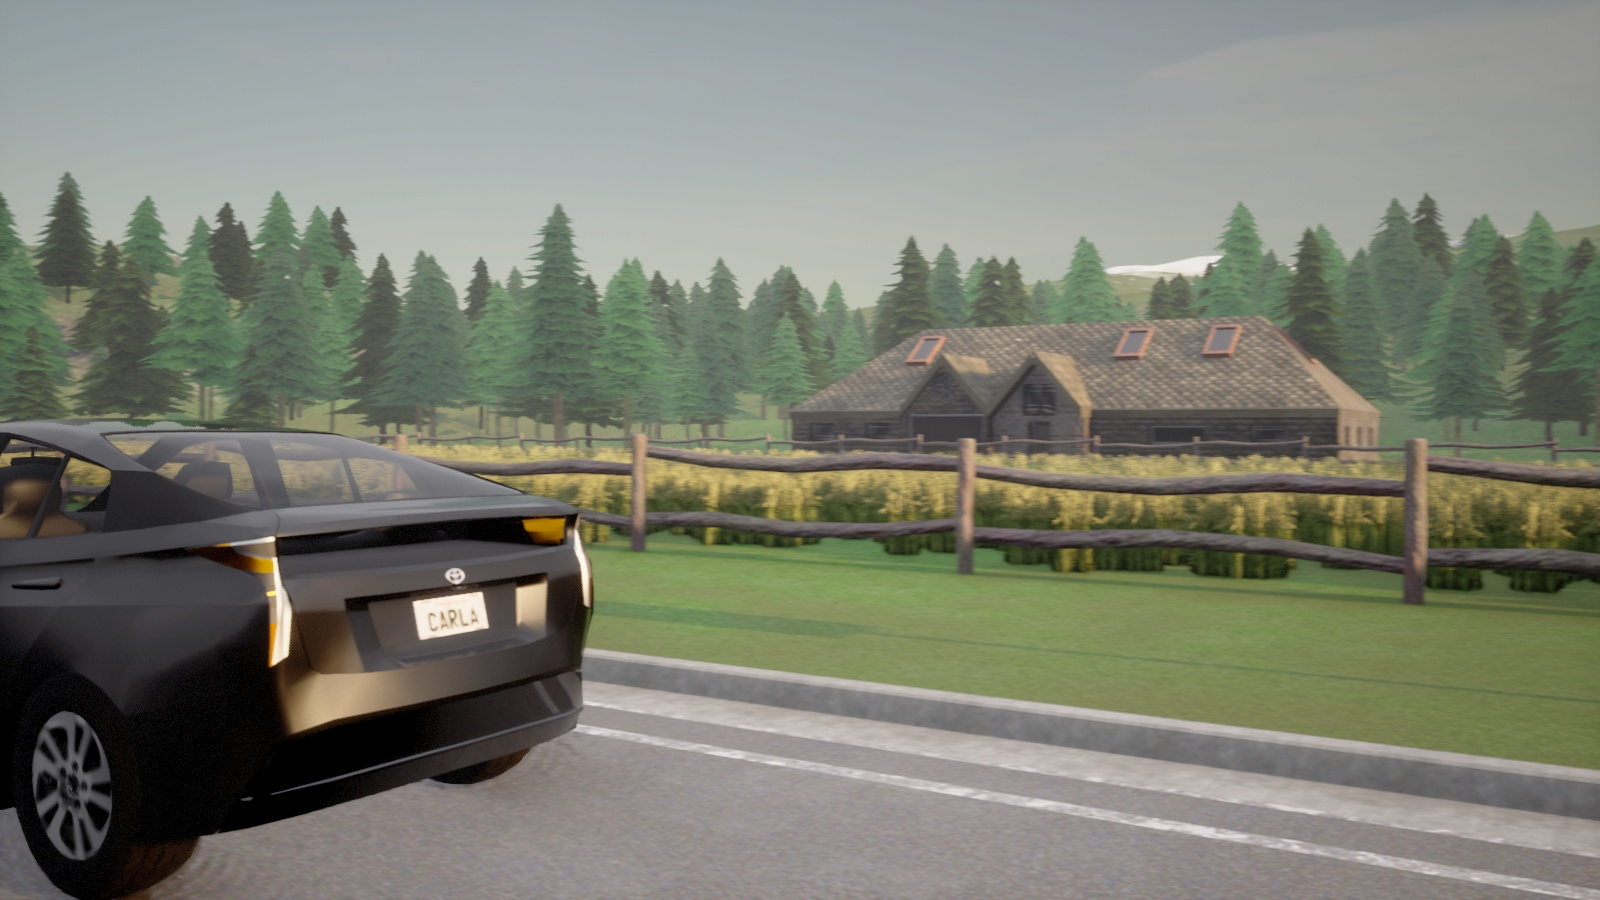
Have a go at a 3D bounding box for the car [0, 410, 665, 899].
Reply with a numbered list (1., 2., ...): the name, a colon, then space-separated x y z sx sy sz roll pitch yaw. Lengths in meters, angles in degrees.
1. car: -3.005 0.647 5.388 4.514 1.525 2.007 0 1 31
